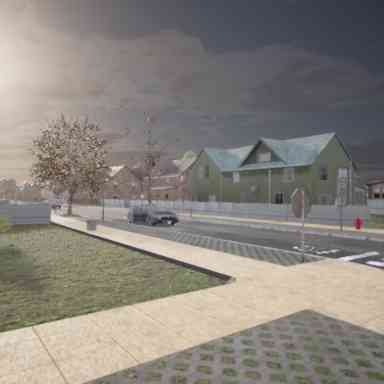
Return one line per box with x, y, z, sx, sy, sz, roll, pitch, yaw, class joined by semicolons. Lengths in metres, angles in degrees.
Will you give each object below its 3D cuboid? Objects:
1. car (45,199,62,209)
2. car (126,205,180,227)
-21.316;1.865;50.828;1.837;1.490;4.892;1;-1;-35;car
-3.014;1.666;24.420;2.033;1.411;5.357;1;-1;-35;car
